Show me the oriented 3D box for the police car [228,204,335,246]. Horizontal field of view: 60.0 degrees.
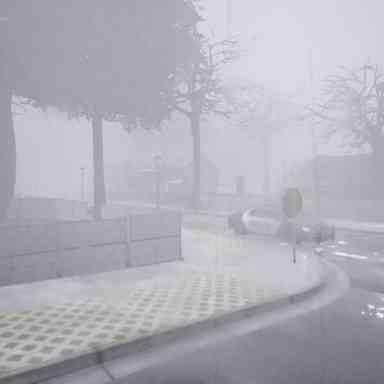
[{"bbox_3d":[3.892,1.382,15.059,2.038,1.542,4.974,-1,2,-35],"label":"police car"}]
